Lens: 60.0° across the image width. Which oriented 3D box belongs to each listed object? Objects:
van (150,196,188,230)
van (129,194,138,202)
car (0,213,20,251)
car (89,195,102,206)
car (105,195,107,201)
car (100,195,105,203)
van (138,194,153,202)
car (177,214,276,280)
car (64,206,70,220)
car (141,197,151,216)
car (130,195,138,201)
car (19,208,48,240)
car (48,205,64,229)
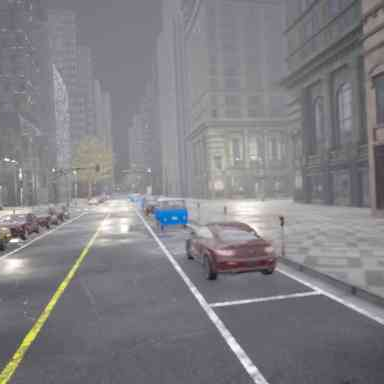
[{"bbox_3d":[-1.333,1.235,20.214,1.690,1.788,3.998,-3,0,-12],"label":"van"},{"bbox_3d":[-12.372,1.330,73.645,1.690,1.788,3.998,-3,0,-12],"label":"van"},{"bbox_3d":[-8.541,1.810,12.928,1.752,1.417,4.829,-2,0,-12],"label":"car"},{"bbox_3d":[-19.585,1.900,66.470,1.752,1.417,4.829,-3,0,-12],"label":"car"},{"bbox_3d":[-22.830,1.725,82.178,2.192,1.841,5.009,-3,0,-12],"label":"car"},{"bbox_3d":[-21.751,1.942,76.999,1.887,1.381,4.507,-3,0,-12],"label":"car"},{"bbox_3d":[-4.681,1.258,36.447,1.690,1.788,3.998,-3,0,-12],"label":"van"},{"bbox_3d":[0.909,1.462,9.393,1.802,1.307,4.206,-3,0,-12],"label":"car"},{"bbox_3d":[-11.929,1.852,29.327,1.887,1.381,4.507,-3,0,-12],"label":"car"},{"bbox_3d":[-3.556,1.453,31.037,1.887,1.381,4.507,-3,0,-12],"label":"car"},{"bbox_3d":[-15.644,1.608,89.551,1.802,1.307,4.206,-3,0,-12],"label":"car"},{"bbox_3d":[-9.693,1.837,18.505,1.887,1.381,4.507,-2,0,-12],"label":"car"},{"bbox_3d":[-10.811,1.844,23.916,1.887,1.381,4.507,-3,0,-12],"label":"car"}]
